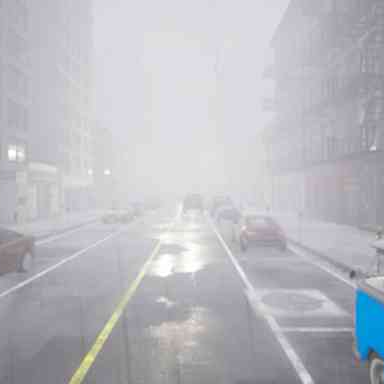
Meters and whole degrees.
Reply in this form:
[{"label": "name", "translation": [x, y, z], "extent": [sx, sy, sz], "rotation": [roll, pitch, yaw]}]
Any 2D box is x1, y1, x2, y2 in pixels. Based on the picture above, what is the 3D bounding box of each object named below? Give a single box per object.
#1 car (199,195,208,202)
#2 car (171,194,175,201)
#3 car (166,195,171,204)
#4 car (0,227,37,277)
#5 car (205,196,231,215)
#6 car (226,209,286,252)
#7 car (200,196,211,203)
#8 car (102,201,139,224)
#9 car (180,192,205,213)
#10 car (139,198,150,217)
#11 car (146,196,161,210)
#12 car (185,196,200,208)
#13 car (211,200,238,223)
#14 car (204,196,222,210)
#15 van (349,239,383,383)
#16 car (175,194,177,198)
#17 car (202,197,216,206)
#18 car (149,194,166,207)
[{"label": "car", "translation": [2.634, 1.400, 76.263], "extent": [1.752, 1.417, 4.829], "rotation": [0, 0, 0]}, {"label": "car", "translation": [-5.391, 1.456, 76.091], "extent": [1.802, 1.307, 4.206], "rotation": [0, 0, 0]}, {"label": "car", "translation": [-5.390, 1.346, 59.046], "extent": [1.967, 1.590, 4.097], "rotation": [0, 0, 0]}, {"label": "car", "translation": [-5.388, 1.535, 7.909], "extent": [1.887, 1.381, 4.507], "rotation": [0, 0, 0]}, {"label": "car", "translation": [2.636, 1.274, 30.643], "extent": [2.192, 1.841, 5.009], "rotation": [0, 0, 0]}, {"label": "car", "translation": [2.637, 1.567, 13.599], "extent": [1.802, 1.307, 4.206], "rotation": [0, 0, 0]}, {"label": "car", "translation": [2.635, 1.462, 64.731], "extent": [1.947, 1.339, 4.313], "rotation": [0, 0, 0]}, {"label": "car", "translation": [-5.389, 1.493, 24.785], "extent": [1.752, 1.417, 4.829], "rotation": [0, 0, 0]}, {"label": "car", "translation": [0.102, 1.171, 35.588], "extent": [2.150, 2.045, 5.566], "rotation": [0, 0, 0]}, {"label": "car", "translation": [-5.389, 1.524, 30.637], "extent": [1.947, 1.339, 4.313], "rotation": [0, 0, 0]}, {"label": "car", "translation": [-5.389, 1.503, 42.000], "extent": [1.947, 1.339, 4.313], "rotation": [0, 0, 0]}, {"label": "car", "translation": [0.099, 1.419, 48.064], "extent": [2.128, 1.511, 4.902], "rotation": [0, 0, 0]}, {"label": "car", "translation": [2.637, 1.551, 24.962], "extent": [1.802, 1.307, 4.206], "rotation": [0, 0, 0]}, {"label": "car", "translation": [2.636, 1.378, 42.005], "extent": [1.967, 1.590, 4.097], "rotation": [0, 0, 0]}, {"label": "van", "translation": [2.637, 1.339, 2.236], "extent": [1.690, 1.788, 3.998], "rotation": [0, 0, 0]}, {"label": "car", "translation": [-5.391, 1.413, 81.773], "extent": [2.008, 1.369, 4.403], "rotation": [0, 0, 0]}, {"label": "car", "translation": [2.635, 1.468, 53.368], "extent": [2.008, 1.369, 4.403], "rotation": [0, 0, 0]}, {"label": "car", "translation": [-5.389, 1.242, 47.682], "extent": [2.192, 1.841, 5.009], "rotation": [0, 0, 0]}]
